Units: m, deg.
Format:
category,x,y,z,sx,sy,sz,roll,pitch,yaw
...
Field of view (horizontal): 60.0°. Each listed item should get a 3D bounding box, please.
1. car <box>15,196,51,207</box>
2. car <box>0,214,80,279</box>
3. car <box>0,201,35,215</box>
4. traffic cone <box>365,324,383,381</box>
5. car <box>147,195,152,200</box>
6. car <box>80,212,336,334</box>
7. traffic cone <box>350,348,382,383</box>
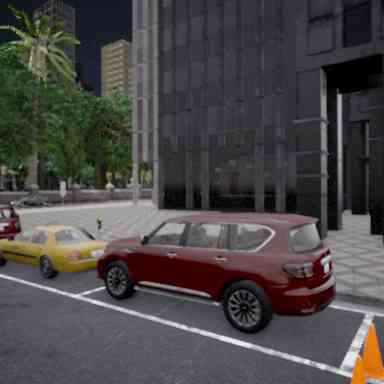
category,x,y,z,sx,sy,sz,roll,pitch,yaw
car,-20.284,1.257,41.948,2.128,1.511,4.902,0,1,35
car,-4.372,1.582,10.092,4.829,1.417,1.752,0,0,35
car,-8.727,1.399,13.144,5.009,1.841,2.192,0,0,35
traffic cone,2.259,1.965,4.179,0.340,0.580,0.340,0,0,35
car,-6.441,0.831,61.435,1.994,1.385,4.181,0,1,36
car,0.260,1.343,6.848,5.009,1.841,2.192,0,0,35
traffic cone,1.686,1.964,3.360,0.340,0.580,0.340,0,0,35
